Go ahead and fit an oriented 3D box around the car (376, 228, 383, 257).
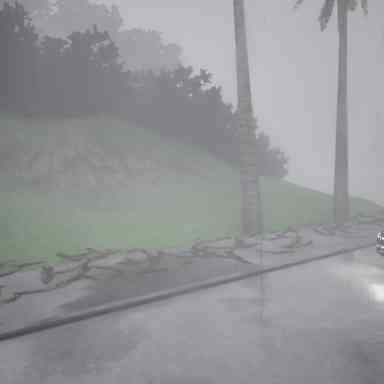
[{"bbox_3d":[7.342,1.119,9.844,4.892,1.490,1.837,-2,1,-35],"label":"car"}]
